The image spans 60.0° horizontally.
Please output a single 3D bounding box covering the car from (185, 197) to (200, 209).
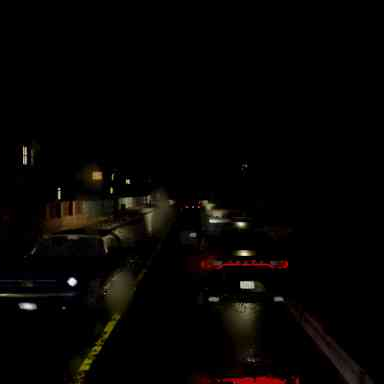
[{"bbox_3d":[0.090,1.504,45.744,1.837,1.490,4.892,0,0,1],"label":"car"}]

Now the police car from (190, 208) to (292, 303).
[{"bbox_3d":[0.972,1.426,8.421,1.930,1.638,5.238,0,0,0],"label":"police car"}]

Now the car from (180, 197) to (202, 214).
[{"bbox_3d":[0.120,1.548,35.397,2.033,1.411,5.357,0,0,0],"label":"car"}]

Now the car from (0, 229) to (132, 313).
[{"bbox_3d":[-2.742,1.602,7.760,1.895,1.301,4.718,0,0,0],"label":"car"}]

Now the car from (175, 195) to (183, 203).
[{"bbox_3d":[-2.651,1.468,71.319,1.882,1.535,5.008,0,0,0],"label":"car"}]
